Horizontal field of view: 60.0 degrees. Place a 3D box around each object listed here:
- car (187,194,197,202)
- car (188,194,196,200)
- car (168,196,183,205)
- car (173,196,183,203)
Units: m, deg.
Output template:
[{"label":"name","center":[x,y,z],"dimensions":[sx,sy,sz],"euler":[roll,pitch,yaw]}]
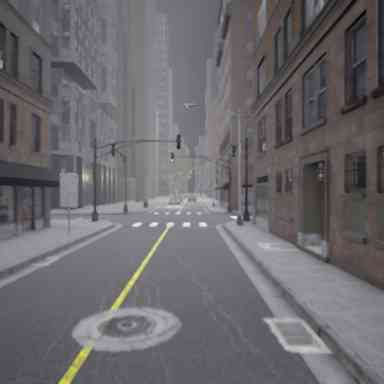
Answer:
[{"label":"car","center":[-0.001,1.497,72.844],"dimensions":[2.128,1.511,4.902],"euler":[0,0,0]},{"label":"car","center":[-0.002,1.327,83.267],"dimensions":[1.812,1.442,4.674],"euler":[0,0,0]},{"label":"car","center":[-3.045,1.589,56.982],"dimensions":[1.895,1.301,4.718],"euler":[0,0,1]},{"label":"car","center":[-3.001,1.533,72.273],"dimensions":[1.994,1.385,4.181],"euler":[0,0,0]}]
